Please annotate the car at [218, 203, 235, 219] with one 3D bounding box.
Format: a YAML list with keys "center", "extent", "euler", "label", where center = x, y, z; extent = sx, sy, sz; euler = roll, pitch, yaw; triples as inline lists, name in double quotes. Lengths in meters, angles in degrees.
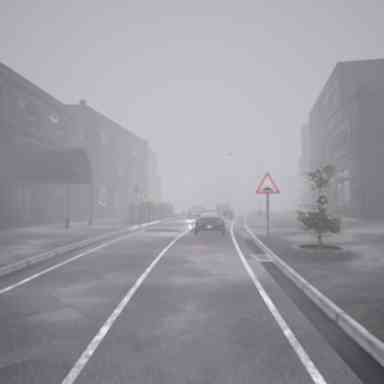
- center: [3.784, 2.150, 38.602]
  extent: [2.097, 1.767, 4.553]
  euler: [-1, -2, 10]
  label: "car"

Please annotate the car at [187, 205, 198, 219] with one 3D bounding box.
- center: [0.693, 2.332, 39.415]
  extent: [2.128, 1.511, 4.902]
  euler: [-1, -2, 11]
  label: "car"

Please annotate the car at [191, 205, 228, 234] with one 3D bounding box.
- center: [1.198, 1.831, 21.226]
  extent: [1.812, 1.442, 4.674]
  euler: [-1, -1, 5]
  label: "car"
